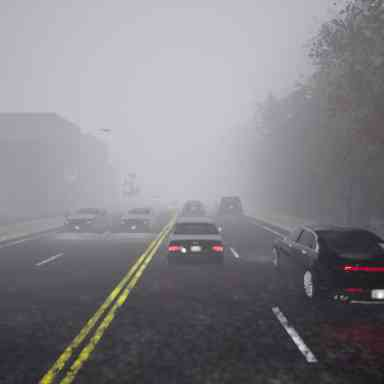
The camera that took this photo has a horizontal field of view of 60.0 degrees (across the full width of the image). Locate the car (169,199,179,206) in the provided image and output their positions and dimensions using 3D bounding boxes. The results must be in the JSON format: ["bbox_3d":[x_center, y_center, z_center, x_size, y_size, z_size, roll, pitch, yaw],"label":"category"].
[{"bbox_3d":[-3.246,1.956,62.849,1.895,1.301,4.718,0,0,1],"label":"car"}]

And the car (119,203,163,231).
[{"bbox_3d":[-3.344,1.670,21.769,2.033,1.411,5.357,0,0,0],"label":"car"}]

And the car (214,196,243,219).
[{"bbox_3d":[3.361,1.397,30.974,2.150,2.045,5.566,0,0,0],"label":"car"}]

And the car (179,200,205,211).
[{"bbox_3d":[0.111,1.530,31.522,2.097,1.767,4.553,0,0,0],"label":"car"}]

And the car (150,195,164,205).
[{"bbox_3d":[-6.493,1.573,62.805,2.150,2.045,5.566,0,0,0],"label":"car"}]

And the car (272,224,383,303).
[{"bbox_3d":[3.344,1.555,8.316,1.837,1.490,4.892,0,0,0],"label":"car"}]

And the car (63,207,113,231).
[{"bbox_3d":[-6.594,1.669,21.771,2.033,1.411,5.357,0,0,0],"label":"car"}]

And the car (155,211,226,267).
[{"bbox_3d":[0.102,1.614,11.619,2.033,1.411,5.357,0,0,0],"label":"car"}]
